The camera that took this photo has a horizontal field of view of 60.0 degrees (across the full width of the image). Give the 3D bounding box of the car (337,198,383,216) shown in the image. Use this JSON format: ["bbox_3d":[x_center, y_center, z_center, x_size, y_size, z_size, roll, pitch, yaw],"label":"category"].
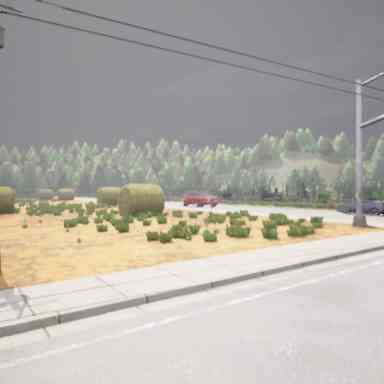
[{"bbox_3d":[14.297,1.220,27.658,1.994,1.385,4.181,-1,0,-33],"label":"car"}]

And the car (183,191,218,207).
[{"bbox_3d":[0.939,0.908,41.632,2.150,2.045,5.566,-1,1,-33],"label":"car"}]
